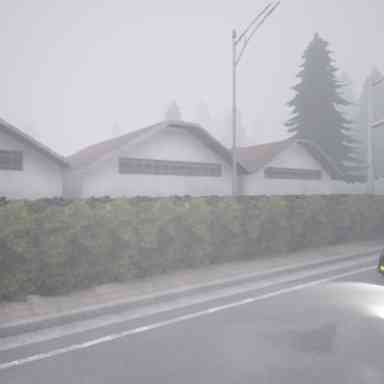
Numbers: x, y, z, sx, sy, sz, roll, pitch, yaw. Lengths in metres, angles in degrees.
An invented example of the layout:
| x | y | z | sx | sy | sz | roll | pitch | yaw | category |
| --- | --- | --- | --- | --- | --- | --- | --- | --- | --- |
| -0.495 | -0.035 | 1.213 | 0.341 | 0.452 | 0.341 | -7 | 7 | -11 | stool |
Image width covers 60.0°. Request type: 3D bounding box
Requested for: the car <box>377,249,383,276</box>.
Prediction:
| x | y | z | sx | sy | sz | roll | pitch | yaw | category |
| --- | --- | --- | --- | --- | --- | --- | --- | --- | --- |
| 6.692 | 1.543 | 8.671 | 4.181 | 1.385 | 1.994 | 0 | 0 | -35 | car |
